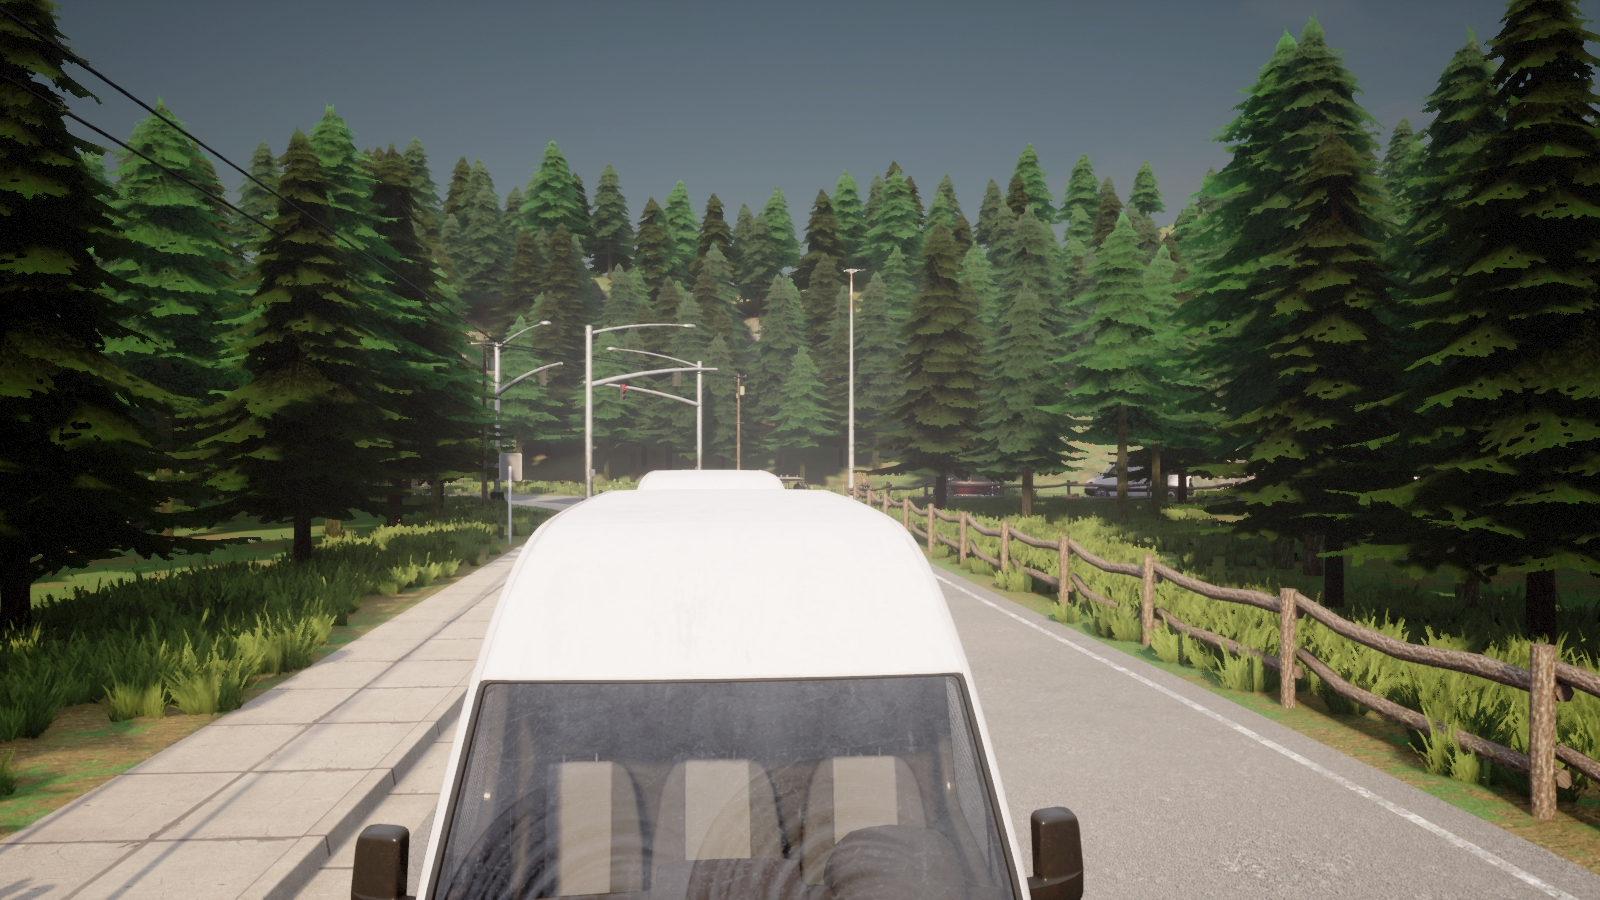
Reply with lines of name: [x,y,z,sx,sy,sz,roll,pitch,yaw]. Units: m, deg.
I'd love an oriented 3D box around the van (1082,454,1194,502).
van: [18.954,1.535,64.070,5.915,2.561,1.988,0,0,19]

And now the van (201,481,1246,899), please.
van: [-0.345,1.499,5.128,1.988,2.561,5.915,0,0,-5]

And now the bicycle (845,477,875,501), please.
bicycle: [3.363,2.158,63.848,1.487,1.276,0.859,0,0,-17]
